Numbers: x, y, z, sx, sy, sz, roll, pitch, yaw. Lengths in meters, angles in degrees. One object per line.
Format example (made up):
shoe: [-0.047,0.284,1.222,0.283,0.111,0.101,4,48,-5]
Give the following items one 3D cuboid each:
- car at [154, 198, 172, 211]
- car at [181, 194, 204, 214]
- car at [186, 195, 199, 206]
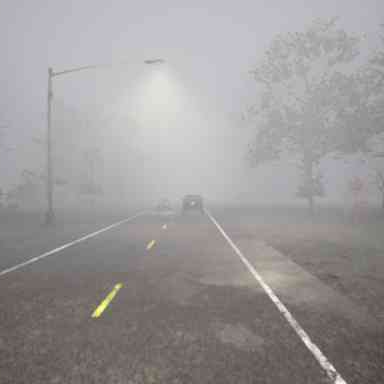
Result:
car: [-3.552,1.493,41.638,1.882,1.535,5.008,0,0,0]
car: [0.074,1.236,35.073,2.150,2.045,5.566,0,0,0]
car: [0.054,1.373,56.665,2.097,1.767,4.553,0,0,0]
